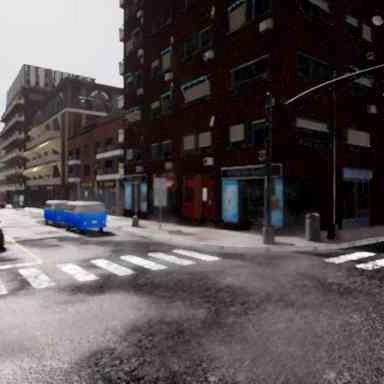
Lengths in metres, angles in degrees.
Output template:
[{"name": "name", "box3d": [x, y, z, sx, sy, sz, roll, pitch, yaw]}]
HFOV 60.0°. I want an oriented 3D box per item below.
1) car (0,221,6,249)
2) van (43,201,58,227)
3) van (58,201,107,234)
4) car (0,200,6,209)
[{"name": "car", "box3d": [-9.440, 1.694, 14.444, 1.994, 1.385, 4.181, 0, 0, -36]}, {"name": "van", "box3d": [-9.883, 1.544, 24.851, 1.690, 1.788, 3.998, -1, 0, -36]}, {"name": "van", "box3d": [-6.620, 1.489, 20.375, 1.690, 1.788, 3.998, -1, 0, -36]}, {"name": "car", "box3d": [-32.724, 2.035, 56.177, 1.967, 1.590, 4.097, -1, 0, -36]}]
